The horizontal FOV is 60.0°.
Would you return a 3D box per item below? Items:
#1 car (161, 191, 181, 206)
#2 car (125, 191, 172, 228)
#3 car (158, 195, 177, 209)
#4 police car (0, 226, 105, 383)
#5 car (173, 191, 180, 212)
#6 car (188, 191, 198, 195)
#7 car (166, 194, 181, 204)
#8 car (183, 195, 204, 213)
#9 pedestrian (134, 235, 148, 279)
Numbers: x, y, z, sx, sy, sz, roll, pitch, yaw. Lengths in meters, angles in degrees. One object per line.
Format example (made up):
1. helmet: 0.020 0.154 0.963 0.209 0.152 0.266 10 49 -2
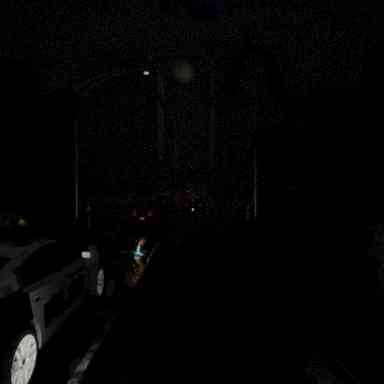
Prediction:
1. car: -2.600 0.772 42.397 2.192 1.841 5.009 0 1 0
2. car: -2.616 1.044 19.943 2.192 1.841 5.009 0 1 0
3. car: -2.605 1.050 36.616 1.752 1.417 4.829 0 1 0
4. police car: -2.745 1.352 5.144 1.930 1.638 5.238 0 1 0
5. car: -2.608 0.904 31.170 2.192 1.841 5.009 0 1 0
6. car: 0.102 0.911 44.533 1.882 1.535 5.008 0 0 0
7. car: -2.596 0.943 48.013 2.008 1.369 4.403 0 1 0
8. car: 0.111 1.189 31.205 1.895 1.301 4.718 0 1 0
9. pedestrian: -1.271 1.558 8.157 0.500 1.100 0.500 0 0 0
